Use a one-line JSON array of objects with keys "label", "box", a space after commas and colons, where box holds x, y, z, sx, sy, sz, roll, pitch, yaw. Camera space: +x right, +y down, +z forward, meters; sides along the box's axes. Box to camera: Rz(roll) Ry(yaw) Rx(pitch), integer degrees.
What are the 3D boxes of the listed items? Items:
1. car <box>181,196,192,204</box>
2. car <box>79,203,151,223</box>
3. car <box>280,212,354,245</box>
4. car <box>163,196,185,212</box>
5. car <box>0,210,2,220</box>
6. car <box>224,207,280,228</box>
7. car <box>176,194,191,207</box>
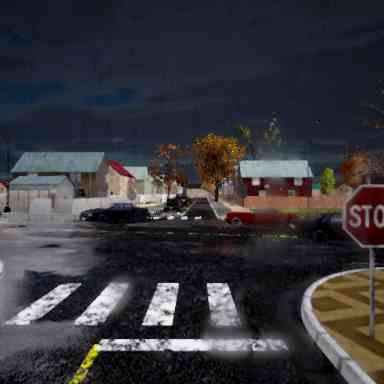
[{"label": "car", "box": [-1.108, 1.581, 65.945, 1.812, 1.442, 4.674, 0, 0, 3]}, {"label": "car", "box": [-5.691, 1.532, 25.242, 5.357, 1.411, 2.033, 1, 0, -44]}, {"label": "car", "box": [7.034, 1.622, 15.165, 5.357, 1.411, 2.033, 1, 0, 8]}, {"label": "car", "box": [-2.186, 1.515, 38.458, 1.837, 1.490, 4.892, 0, 0, 2]}, {"label": "car", "box": [-14.961, 1.368, 21.660, 4.892, 1.490, 1.837, 1, 0, 8]}, {"label": "car", "box": [4.529, 1.676, 22.277, 4.718, 1.301, 1.895, 1, 0, 8]}, {"label": "car", "box": [-1.652, 1.253, 52.557, 2.150, 2.045, 5.566, 0, 0, 2]}]
